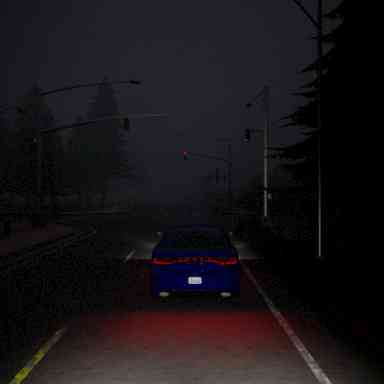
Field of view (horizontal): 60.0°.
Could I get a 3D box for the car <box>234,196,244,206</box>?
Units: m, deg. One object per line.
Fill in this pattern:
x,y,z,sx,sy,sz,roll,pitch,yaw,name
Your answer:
8.958,1.144,49.548,4.605,1.855,1.932,0,0,0,car

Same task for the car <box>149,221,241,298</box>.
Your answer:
0.079,1.478,8.597,1.882,1.535,5.008,0,0,1,car

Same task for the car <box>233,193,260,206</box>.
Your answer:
8.549,1.146,52.059,3.866,1.878,1.905,0,0,0,car
